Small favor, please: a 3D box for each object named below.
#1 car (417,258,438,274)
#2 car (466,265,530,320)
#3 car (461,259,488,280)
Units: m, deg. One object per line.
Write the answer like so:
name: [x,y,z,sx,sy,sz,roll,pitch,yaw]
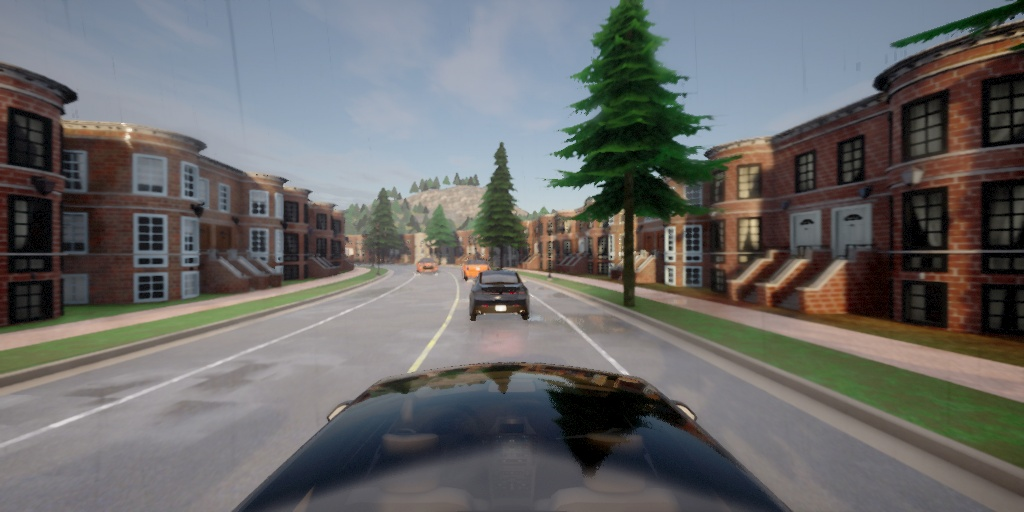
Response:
car: [-9.481,0.989,40.073,2.097,1.767,4.553,0,0,-17]
car: [-0.508,1.218,12.531,1.837,1.490,4.892,0,0,-5]
car: [-3.065,1.010,29.883,2.097,1.767,4.553,0,0,-11]
